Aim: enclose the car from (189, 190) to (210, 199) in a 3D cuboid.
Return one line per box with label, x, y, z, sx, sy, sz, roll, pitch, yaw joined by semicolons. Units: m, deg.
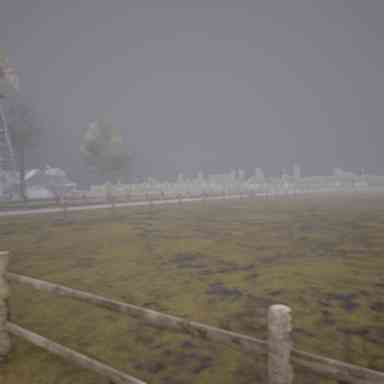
car;1.321;0.417;58.373;1.837;1.490;4.892;-1;0;36
